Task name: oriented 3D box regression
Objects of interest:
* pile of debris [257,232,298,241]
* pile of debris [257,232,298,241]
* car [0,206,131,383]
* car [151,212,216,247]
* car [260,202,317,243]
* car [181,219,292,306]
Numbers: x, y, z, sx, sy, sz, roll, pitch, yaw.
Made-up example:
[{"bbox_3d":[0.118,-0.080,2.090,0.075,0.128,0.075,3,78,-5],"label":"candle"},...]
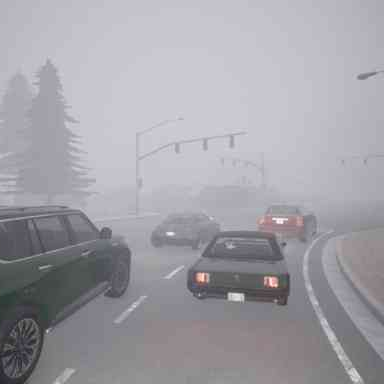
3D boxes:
[{"bbox_3d":[4.193,2.147,16.147,1.500,0.140,1.860,0,0,29],"label":"pile of debris"},{"bbox_3d":[4.193,2.147,16.147,1.500,0.140,1.860,0,0,29],"label":"pile of debris"},{"bbox_3d":[-2.787,1.222,5.513,2.150,2.045,5.566,0,0,8],"label":"car"},{"bbox_3d":[-0.118,1.547,14.472,1.994,1.385,4.181,0,0,20],"label":"car"},{"bbox_3d":[4.813,1.322,16.387,2.097,1.767,4.553,0,0,27],"label":"car"},{"bbox_3d":[1.331,1.589,8.113,1.895,1.301,4.718,0,0,14],"label":"car"}]
